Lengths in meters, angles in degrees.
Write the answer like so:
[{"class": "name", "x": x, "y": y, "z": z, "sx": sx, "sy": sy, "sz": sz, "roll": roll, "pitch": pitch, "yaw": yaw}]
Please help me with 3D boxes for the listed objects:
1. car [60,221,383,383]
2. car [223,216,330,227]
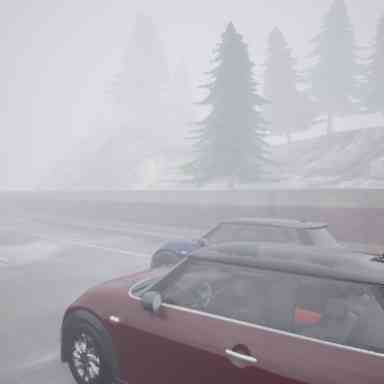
[{"class": "car", "x": 0.534, "y": 1.363, "z": 3.749, "sx": 4.553, "sy": 1.767, "sz": 2.097, "roll": 0, "pitch": 0, "yaw": 36}, {"class": "car", "x": 1.178, "y": 1.373, "z": 7.631, "sx": 4.553, "sy": 1.767, "sz": 2.097, "roll": 0, "pitch": 0, "yaw": 37}]
